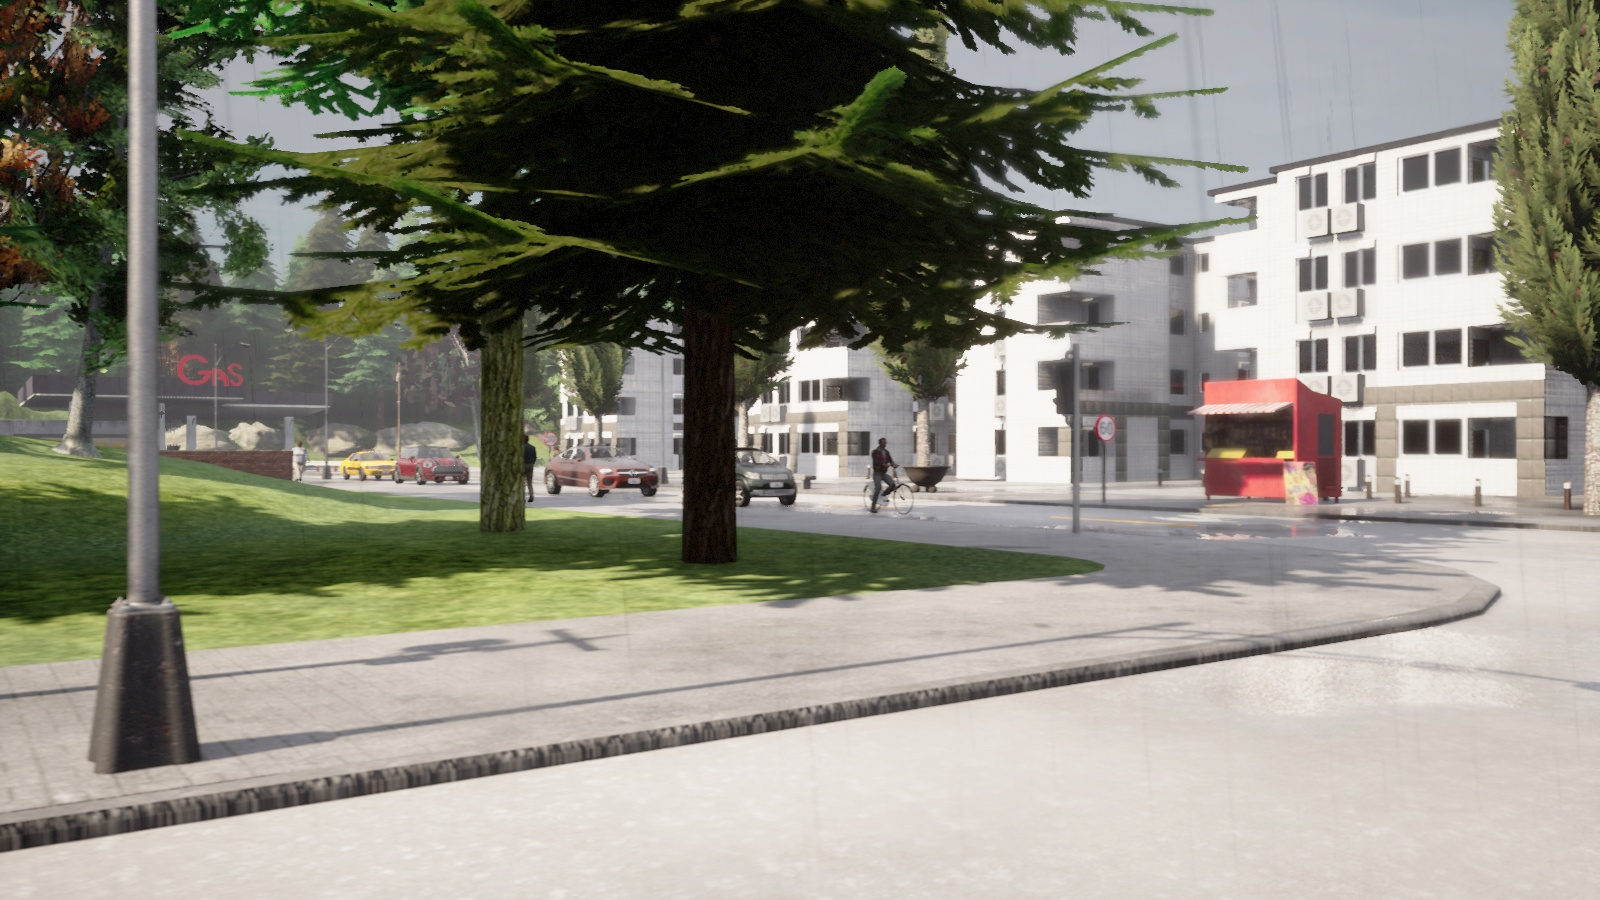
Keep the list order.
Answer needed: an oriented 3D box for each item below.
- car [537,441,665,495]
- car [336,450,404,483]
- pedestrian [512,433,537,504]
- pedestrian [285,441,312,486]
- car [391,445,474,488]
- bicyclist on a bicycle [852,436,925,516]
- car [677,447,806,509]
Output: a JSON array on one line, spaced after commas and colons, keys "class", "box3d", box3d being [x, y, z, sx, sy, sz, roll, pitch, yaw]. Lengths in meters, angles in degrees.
[{"class": "car", "box3d": [-6.596, 0.546, 41.104, 2.152, 1.651, 5.027, 0, 0, -35]}, {"class": "car", "box3d": [-21.476, 0.790, 62.536, 1.801, 1.575, 5.366, 0, 0, -35]}, {"class": "pedestrian", "box3d": [-7.282, 0.485, 33.174, 0.370, 1.835, 0.726, 0, 0, -37]}, {"class": "pedestrian", "box3d": [-20.957, 0.562, 52.502, 0.874, 1.855, 0.900, 0, 0, -32]}, {"class": "car", "box3d": [-16.057, 0.679, 54.720, 2.097, 1.767, 4.553, 0, 0, -35]}, {"class": "bicyclist on a bicycle", "box3d": [2.014, 0.589, 28.767, 0.659, 1.776, 1.843, 0, 0, -34]}, {"class": "car", "box3d": [-1.644, 0.718, 33.986, 1.789, 1.549, 3.705, 0, 0, -35]}]
